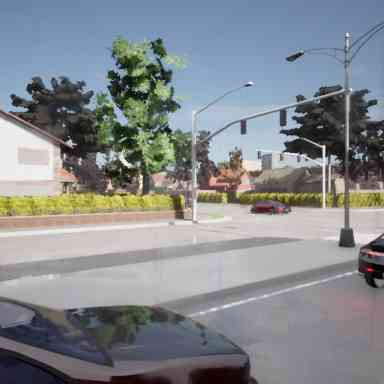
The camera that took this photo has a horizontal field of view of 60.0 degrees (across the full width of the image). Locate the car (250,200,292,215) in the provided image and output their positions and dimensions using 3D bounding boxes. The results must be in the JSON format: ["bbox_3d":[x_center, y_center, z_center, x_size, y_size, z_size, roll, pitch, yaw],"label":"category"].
[{"bbox_3d":[7.938,1.560,33.667,1.994,1.385,4.181,0,0,-38],"label":"car"}]

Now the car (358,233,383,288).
[{"bbox_3d":[5.935,1.490,8.018,4.902,1.511,2.128,0,0,-35],"label":"car"}]

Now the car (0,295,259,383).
[{"bbox_3d":[-1.984,1.547,2.333,5.357,1.411,2.033,0,0,-35],"label":"car"}]

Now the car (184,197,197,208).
[{"bbox_3d":[-1.281,1.474,46.108,1.882,1.535,5.008,0,0,-36],"label":"car"}]
